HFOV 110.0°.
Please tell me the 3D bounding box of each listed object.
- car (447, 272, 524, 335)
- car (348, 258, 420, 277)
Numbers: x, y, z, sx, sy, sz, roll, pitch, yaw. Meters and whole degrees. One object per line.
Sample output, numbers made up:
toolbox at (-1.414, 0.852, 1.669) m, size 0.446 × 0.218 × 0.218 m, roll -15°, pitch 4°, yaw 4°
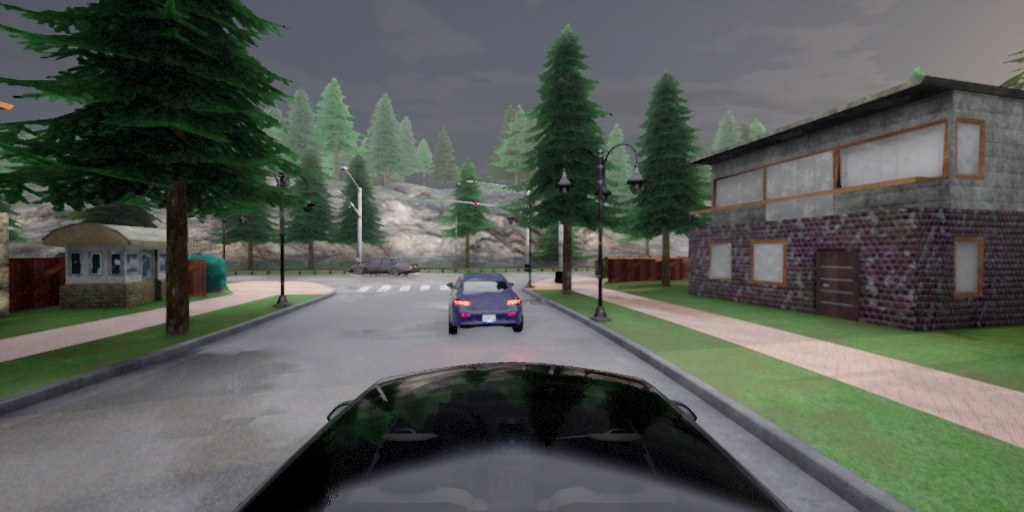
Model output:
car at (-0.853, 1.186, 10.191) m, size 1.812 × 1.442 × 4.674 m, roll 0°, pitch 1°, yaw -9°
car at (-10.088, 0.869, 28.374) m, size 5.357 × 1.411 × 2.033 m, roll 1°, pitch 1°, yaw 9°
